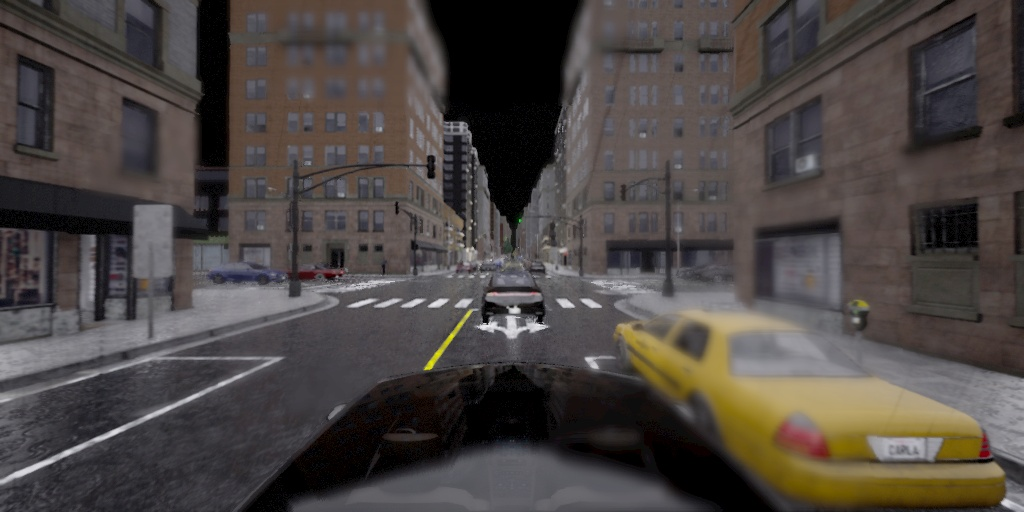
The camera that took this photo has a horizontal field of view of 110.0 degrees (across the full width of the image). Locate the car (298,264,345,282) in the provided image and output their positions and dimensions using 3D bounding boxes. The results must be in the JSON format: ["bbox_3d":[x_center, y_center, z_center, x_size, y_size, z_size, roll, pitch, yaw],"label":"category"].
[{"bbox_3d":[-15.513,1.269,27.314,4.718,1.301,1.895,0,-1,0],"label":"car"}]

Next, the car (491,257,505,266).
[{"bbox_3d":[-2.548,1.235,58.480,1.882,1.535,5.008,0,0,1],"label":"car"}]

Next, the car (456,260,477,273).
[{"bbox_3d":[-5.548,1.340,42.350,1.802,1.307,4.207,0,0,1],"label":"car"}]

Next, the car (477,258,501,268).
[{"bbox_3d":[-2.758,1.322,43.853,1.994,1.385,4.181,0,0,1],"label":"car"}]

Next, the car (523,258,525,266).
[{"bbox_3d":[3.116,1.308,53.308,2.007,1.370,4.403,0,0,1],"label":"car"}]

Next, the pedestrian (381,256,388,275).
[{"bbox_3d":[-12.364,0.906,34.616,0.375,1.860,0.375,0,-1,0],"label":"pedestrian"}]

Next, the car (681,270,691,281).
[{"bbox_3d":[16.747,1.452,30.260,4.674,1.442,1.812,0,-1,0],"label":"car"}]

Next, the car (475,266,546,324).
[{"bbox_3d":[-0.051,1.245,11.968,2.128,1.511,4.902,0,0,-3],"label":"car"}]

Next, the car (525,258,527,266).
[{"bbox_3d":[3.047,1.302,47.777,1.888,1.381,4.507,0,0,1],"label":"car"}]

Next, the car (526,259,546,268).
[{"bbox_3d":[2.977,1.323,42.247,1.948,1.339,4.313,0,0,1],"label":"car"}]

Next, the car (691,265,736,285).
[{"bbox_3d":[16.587,1.398,27.011,4.892,1.490,1.837,0,-1,0],"label":"car"}]

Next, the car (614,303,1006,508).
[{"bbox_3d":[2.668,1.276,4.753,1.751,1.417,4.829,0,0,0],"label":"car"}]

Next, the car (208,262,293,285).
[{"bbox_3d":[-17.410,1.145,23.789,4.674,1.442,1.812,1,-1,-1],"label":"car"}]
